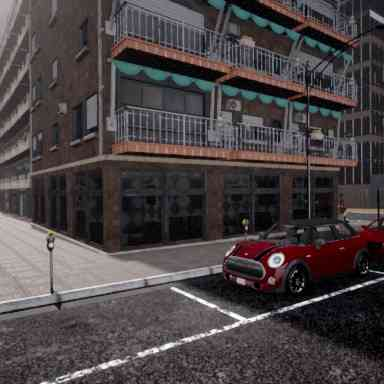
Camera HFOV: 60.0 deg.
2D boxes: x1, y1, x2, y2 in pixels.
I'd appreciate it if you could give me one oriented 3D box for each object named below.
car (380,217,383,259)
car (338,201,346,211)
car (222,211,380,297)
[{"bbox_3d":[7.198,1.543,11.687,4.507,1.381,1.887,0,-1,-35],"label":"car"},{"bbox_3d":[16.482,1.745,40.570,1.967,1.590,4.097,-2,0,-36],"label":"car"},{"bbox_3d":[2.697,1.439,8.485,4.097,1.590,1.967,0,-1,-35],"label":"car"}]
